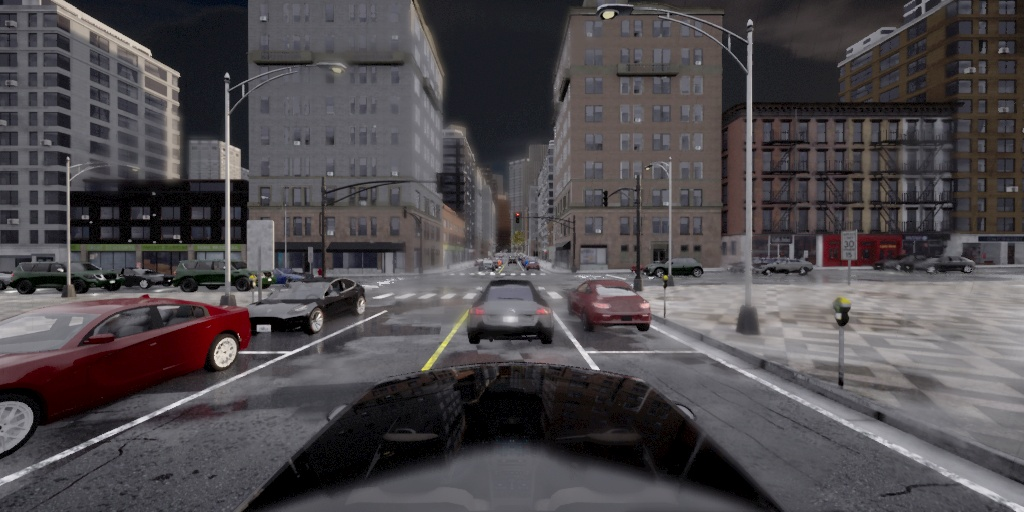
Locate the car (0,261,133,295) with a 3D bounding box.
[{"bbox_3d":[-28.543,1.351,23.120,5.566,2.045,2.150,-1,0,0],"label":"car"}]

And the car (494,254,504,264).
[{"bbox_3d":[-2.980,0.968,65.157,2.097,1.767,4.553,0,0,1],"label":"car"}]

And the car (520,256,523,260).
[{"bbox_3d":[2.837,1.202,64.468,1.802,1.307,4.207,0,0,0],"label":"car"}]

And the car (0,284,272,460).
[{"bbox_3d":[-5.777,1.295,4.907,1.888,1.381,4.507,0,0,0],"label":"car"}]

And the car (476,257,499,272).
[{"bbox_3d":[-3.079,1.207,45.598,1.812,1.442,4.674,0,0,2],"label":"car"}]

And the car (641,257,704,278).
[{"bbox_3d":[13.327,0.875,29.902,4.553,1.767,2.097,-1,0,0],"label":"car"}]

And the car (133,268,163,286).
[{"bbox_3d":[-27.640,1.606,26.375,4.892,1.490,1.837,-1,0,0],"label":"car"}]

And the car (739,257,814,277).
[{"bbox_3d":[22.281,0.888,29.920,4.902,1.511,2.128,-1,0,0],"label":"car"}]

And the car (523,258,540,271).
[{"bbox_3d":[2.786,1.257,47.808,1.802,1.307,4.207,0,0,0],"label":"car"}]

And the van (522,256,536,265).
[{"bbox_3d":[2.803,0.998,53.360,1.690,1.789,3.998,0,0,0],"label":"van"}]

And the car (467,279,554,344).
[{"bbox_3d":[-0.036,1.312,9.598,1.994,1.385,4.181,0,0,0],"label":"car"}]

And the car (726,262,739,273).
[{"bbox_3d":[22.516,0.868,33.171,4.902,1.511,2.128,-1,0,0],"label":"car"}]

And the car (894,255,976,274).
[{"bbox_3d":[35.499,0.721,29.935,4.892,1.490,1.837,-1,0,0],"label":"car"}]

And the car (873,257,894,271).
[{"bbox_3d":[36.416,0.692,33.183,4.892,1.490,1.837,-1,0,0],"label":"car"}]

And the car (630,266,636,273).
[{"bbox_3d":[13.475,1.105,33.155,4.718,1.301,1.895,-1,0,0],"label":"car"}]

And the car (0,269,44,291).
[{"bbox_3d":[-37.950,1.752,26.363,4.674,1.442,1.812,-1,0,0],"label":"car"}]

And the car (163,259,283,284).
[{"bbox_3d":[-18.438,1.222,23.115,5.566,2.045,2.150,-1,0,-2],"label":"car"}]

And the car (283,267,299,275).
[{"bbox_3d":[-17.454,1.519,26.393,5.357,1.411,2.033,-1,0,0],"label":"car"}]

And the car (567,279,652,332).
[{"bbox_3d":[2.717,1.330,10.596,1.802,1.307,4.207,0,0,0],"label":"car"}]

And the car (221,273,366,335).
[{"bbox_3d":[-5.808,1.314,10.551,1.948,1.339,4.313,0,0,0],"label":"car"}]

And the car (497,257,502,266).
[{"bbox_3d":[-3.047,1.199,55.248,2.033,1.411,5.357,0,0,0],"label":"car"}]
